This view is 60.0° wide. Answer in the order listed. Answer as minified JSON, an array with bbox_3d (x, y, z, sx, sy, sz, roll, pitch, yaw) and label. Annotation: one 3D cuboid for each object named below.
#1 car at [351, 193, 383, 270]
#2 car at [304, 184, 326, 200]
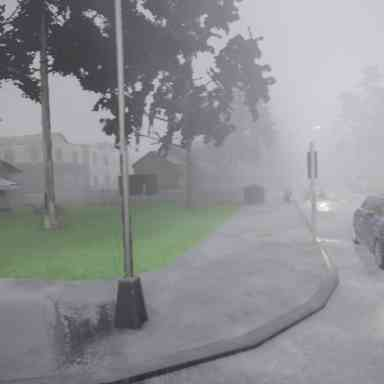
[{"bbox_3d":[5.717,0.835,8.850,2.097,1.767,4.553,-2,2,16],"label":"car"},{"bbox_3d":[12.528,-0.091,34.138,2.128,1.511,4.902,-2,2,15],"label":"car"}]
